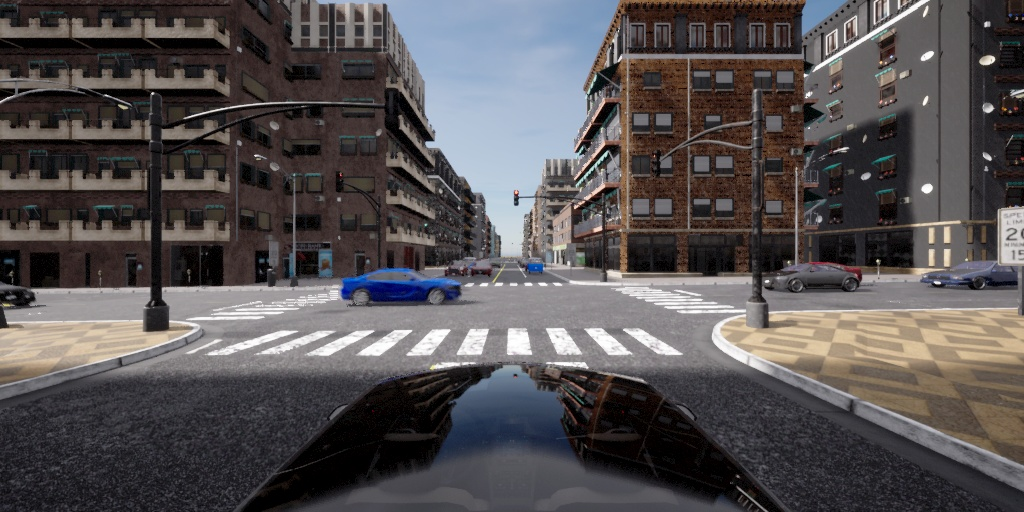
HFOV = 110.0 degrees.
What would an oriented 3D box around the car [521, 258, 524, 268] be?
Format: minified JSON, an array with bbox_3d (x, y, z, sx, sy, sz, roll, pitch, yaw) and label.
[{"bbox_3d":[2.565,1.283,47.038,1.888,1.381,4.507,0,0,0],"label":"car"}]

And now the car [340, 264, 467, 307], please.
[{"bbox_3d":[-4.692,1.277,15.413,5.008,1.535,1.882,-1,0,0],"label":"car"}]

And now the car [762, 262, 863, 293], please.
[{"bbox_3d":[15.026,1.088,18.310,4.181,1.385,1.994,-1,0,0],"label":"car"}]

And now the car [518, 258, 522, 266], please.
[{"bbox_3d":[2.450,1.301,58.200,1.948,1.339,4.313,0,0,0],"label":"car"}]

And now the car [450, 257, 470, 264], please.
[{"bbox_3d":[-5.515,1.182,35.857,1.967,1.591,4.097,0,0,0],"label":"car"}]

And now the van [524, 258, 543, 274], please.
[{"bbox_3d":[2.614,1.081,40.834,1.690,1.789,3.998,0,0,0],"label":"van"}]

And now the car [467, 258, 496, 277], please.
[{"bbox_3d":[-2.919,1.220,35.203,1.882,1.535,5.008,0,0,0],"label":"car"}]

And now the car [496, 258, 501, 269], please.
[{"bbox_3d":[-2.942,1.087,57.579,2.097,1.767,4.553,0,0,0],"label":"car"}]

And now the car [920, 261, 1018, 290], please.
[{"bbox_3d":[24.394,0.943,18.336,5.357,1.411,2.033,-1,0,0],"label":"car"}]

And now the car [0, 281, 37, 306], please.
[{"bbox_3d":[-23.436,1.615,15.368,4.181,1.385,1.994,-1,0,0],"label":"car"}]
